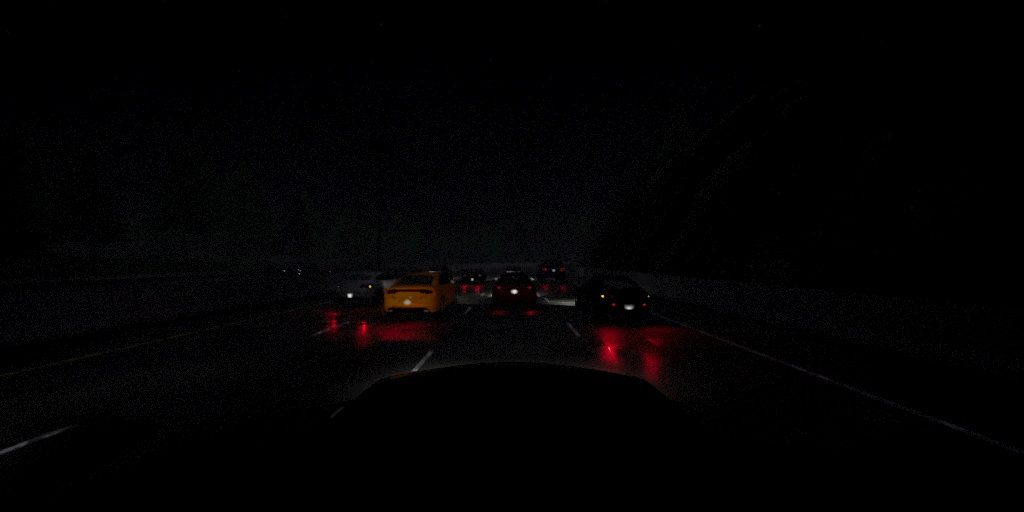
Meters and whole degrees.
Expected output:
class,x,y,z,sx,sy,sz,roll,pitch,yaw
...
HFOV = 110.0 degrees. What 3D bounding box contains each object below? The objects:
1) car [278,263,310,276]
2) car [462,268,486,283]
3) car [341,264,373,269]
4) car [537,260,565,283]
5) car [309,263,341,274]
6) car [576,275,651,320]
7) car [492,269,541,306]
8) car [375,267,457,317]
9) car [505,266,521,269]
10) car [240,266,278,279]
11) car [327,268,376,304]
class,x,y,z,sx,sy,sz,roll,pitch,yaw
car,-24.549,1.611,41.982,2.097,1.767,4.553,0,-1,0
car,-3.388,1.747,32.930,1.895,1.301,4.718,0,-1,0
car,-17.560,1.735,41.814,1.882,1.535,5.008,0,-1,0
car,3.612,1.378,33.689,2.150,2.045,5.566,0,-1,0
car,-21.057,1.737,41.953,1.882,1.535,5.008,0,-1,0
car,3.604,1.423,13.324,1.812,1.442,4.674,0,-1,0
car,0.105,1.510,17.184,1.994,1.385,4.181,0,-1,0
car,-3.396,1.385,14.117,1.882,1.535,5.008,0,-1,0
car,0.113,1.657,34.468,2.128,1.511,4.902,0,-1,0
car,-28.074,1.791,40.768,2.033,1.411,5.357,0,-1,0
car,-6.894,1.477,17.570,1.812,1.442,4.674,0,-1,0
